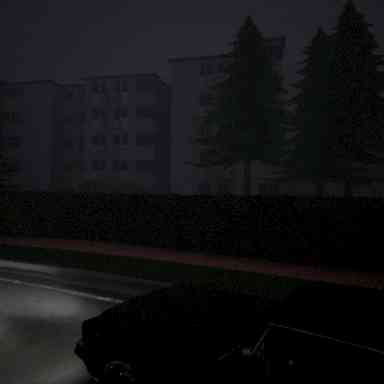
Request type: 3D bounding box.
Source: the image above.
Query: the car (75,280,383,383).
[{"bbox_3d":[1.095,1.593,3.123,4.718,1.301,1.895,1,0,33],"label":"car"}]
